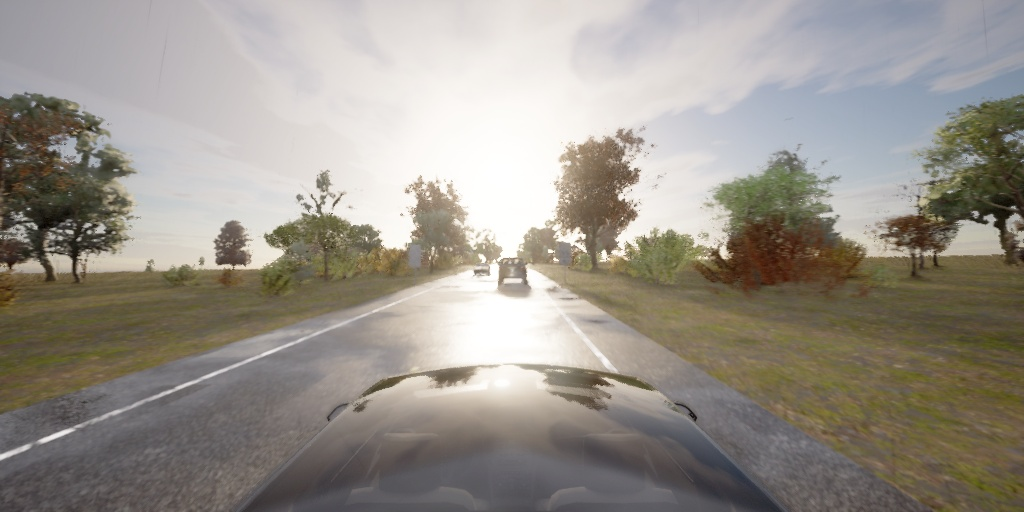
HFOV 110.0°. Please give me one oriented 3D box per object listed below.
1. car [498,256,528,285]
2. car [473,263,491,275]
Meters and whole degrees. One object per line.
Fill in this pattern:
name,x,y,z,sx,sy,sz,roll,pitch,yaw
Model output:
car,0.061,1.060,27.717,2.150,2.045,5.566,-1,0,1
car,-3.422,1.522,42.307,2.033,1.411,5.357,-1,0,0
